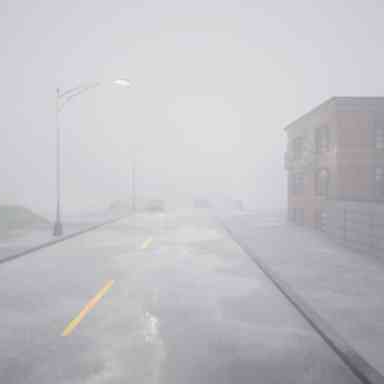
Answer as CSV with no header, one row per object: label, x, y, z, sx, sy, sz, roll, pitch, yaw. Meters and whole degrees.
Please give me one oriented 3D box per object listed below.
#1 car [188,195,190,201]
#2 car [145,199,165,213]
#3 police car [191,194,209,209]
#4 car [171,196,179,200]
car,-0.011,1.503,81.802,2.128,1.511,4.902,0,0,0
car,-4.091,1.538,37.666,1.882,1.535,5.008,0,0,0
police car,1.192,1.500,46.237,1.930,1.638,5.238,0,0,0
car,-4.013,1.569,78.842,1.812,1.442,4.674,0,0,0
